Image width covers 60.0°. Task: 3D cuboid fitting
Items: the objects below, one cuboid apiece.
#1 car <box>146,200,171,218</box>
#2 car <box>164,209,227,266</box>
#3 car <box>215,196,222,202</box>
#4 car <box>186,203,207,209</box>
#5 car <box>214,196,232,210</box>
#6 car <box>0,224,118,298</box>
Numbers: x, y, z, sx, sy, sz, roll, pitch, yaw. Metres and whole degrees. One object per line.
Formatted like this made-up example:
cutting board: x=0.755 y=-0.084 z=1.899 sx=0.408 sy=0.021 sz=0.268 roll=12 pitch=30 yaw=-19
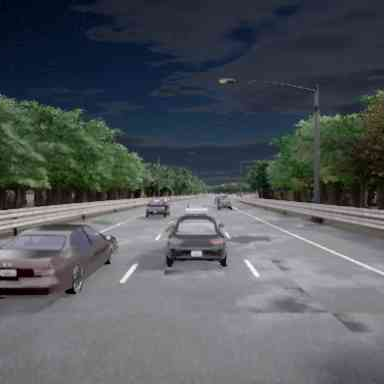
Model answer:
car: x=-3.039 y=1.520 z=30.618 sx=2.128 sy=1.511 sz=4.902 roll=0 pitch=0 yaw=1
car: x=0.151 y=1.525 z=11.420 sx=1.812 sy=1.442 sz=4.674 roll=0 pitch=0 yaw=1
car: x=7.597 y=1.911 z=94.413 sx=1.837 sy=1.490 sz=4.892 roll=0 pitch=0 yaw=5
car: x=0.424 y=1.627 z=29.343 sx=1.895 sy=1.301 sz=4.718 roll=0 pitch=0 yaw=1
car: x=4.333 y=1.633 z=44.917 sx=2.033 sy=1.411 sz=5.357 roll=0 pitch=0 yaw=2
car: x=-3.381 y=1.545 z=8.667 sx=2.033 sy=1.411 sz=5.357 roll=0 pitch=0 yaw=0
